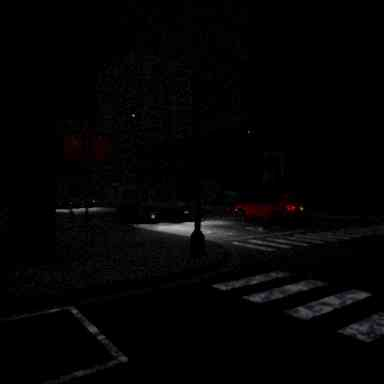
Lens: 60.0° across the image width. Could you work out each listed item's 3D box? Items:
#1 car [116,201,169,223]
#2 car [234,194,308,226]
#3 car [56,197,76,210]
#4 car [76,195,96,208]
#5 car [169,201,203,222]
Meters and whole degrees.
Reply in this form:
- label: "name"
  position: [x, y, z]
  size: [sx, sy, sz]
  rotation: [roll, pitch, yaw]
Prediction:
- label: "car"
  position: [-4.117, 1.443, 25.103]
  size: [2.128, 1.511, 4.902]
  rotation: [0, 0, -36]
- label: "car"
  position: [5.434, 1.163, 23.500]
  size: [2.150, 2.045, 5.566]
  rotation: [0, 0, -37]
- label: "car"
  position: [-16.929, 1.396, 42.944]
  size: [1.882, 1.535, 5.008]
  rotation: [0, 0, -35]
- label: "car"
  position: [-14.868, 1.259, 45.657]
  size: [2.097, 1.767, 4.553]
  rotation: [0, 0, -35]
- label: "car"
  position: [-1.029, 1.469, 26.411]
  size: [1.812, 1.442, 4.674]
  rotation: [0, 0, -36]
